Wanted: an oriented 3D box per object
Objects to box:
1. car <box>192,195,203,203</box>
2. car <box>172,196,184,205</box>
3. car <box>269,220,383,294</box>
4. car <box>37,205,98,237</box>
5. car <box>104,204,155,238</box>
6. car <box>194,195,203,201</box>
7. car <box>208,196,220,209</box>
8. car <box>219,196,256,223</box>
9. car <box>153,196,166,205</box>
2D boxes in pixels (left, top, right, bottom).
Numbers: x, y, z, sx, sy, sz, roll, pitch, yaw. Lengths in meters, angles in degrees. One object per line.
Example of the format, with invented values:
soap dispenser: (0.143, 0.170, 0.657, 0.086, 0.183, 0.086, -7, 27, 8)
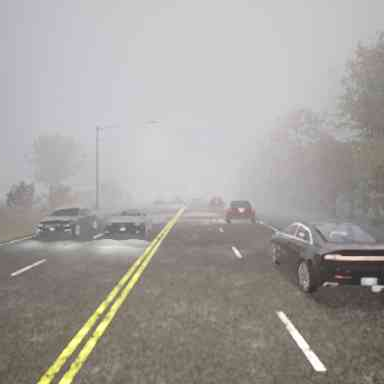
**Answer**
car: (1.033, 1.398, 64.145, 2.128, 1.511, 4.902, 0, 0, 2)
car: (-2.406, 1.421, 58.844, 1.837, 1.490, 4.892, 0, 0, 2)
car: (3.377, 1.488, 8.740, 2.128, 1.511, 4.902, 0, 0, 0)
car: (-6.504, 1.491, 17.903, 1.837, 1.490, 4.892, 0, 0, 1)
car: (-3.256, 1.552, 17.649, 1.994, 1.385, 4.181, 0, 0, 1)
car: (1.608, 1.336, 80.074, 1.994, 1.385, 4.181, 0, 0, 2)
car: (3.204, 1.309, 44.363, 2.097, 1.767, 4.553, 0, 0, 1)
car: (3.530, 1.335, 25.638, 2.097, 1.767, 4.553, 0, 0, 1)
car: (-5.646, 1.465, 58.846, 2.033, 1.411, 5.357, 0, 0, 2)
